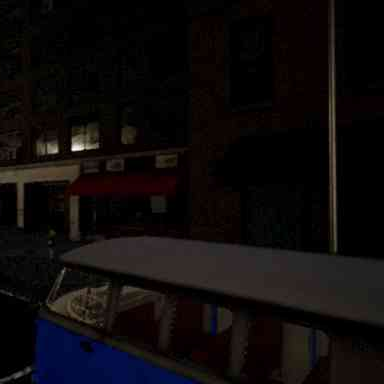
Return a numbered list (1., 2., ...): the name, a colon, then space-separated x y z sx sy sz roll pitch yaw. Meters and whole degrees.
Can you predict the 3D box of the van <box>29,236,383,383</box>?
1. van: 0.387 1.345 2.590 3.998 1.788 1.690 0 -1 36
